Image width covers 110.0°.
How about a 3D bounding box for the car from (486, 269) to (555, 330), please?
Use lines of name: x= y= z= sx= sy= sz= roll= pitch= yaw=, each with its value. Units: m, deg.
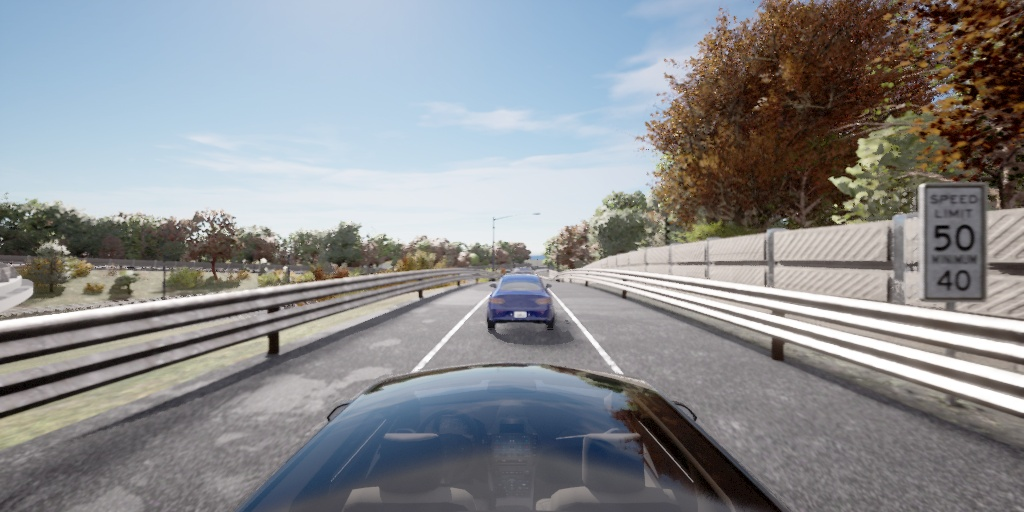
car: x=0.266 y=1.289 z=11.091 sx=1.812 sy=1.442 sz=4.674 roll=0 pitch=0 yaw=2
